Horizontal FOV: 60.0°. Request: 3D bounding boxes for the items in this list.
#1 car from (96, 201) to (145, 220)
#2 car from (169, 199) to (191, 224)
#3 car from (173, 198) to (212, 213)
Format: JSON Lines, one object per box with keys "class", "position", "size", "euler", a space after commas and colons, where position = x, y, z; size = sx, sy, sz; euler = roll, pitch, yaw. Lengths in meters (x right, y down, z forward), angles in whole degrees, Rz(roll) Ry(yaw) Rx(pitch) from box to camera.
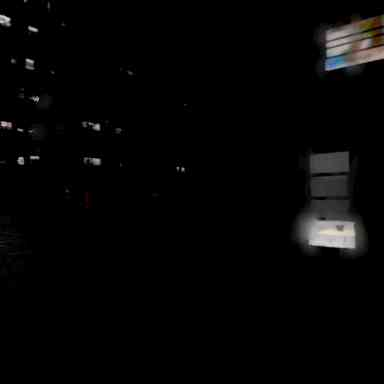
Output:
{"class": "car", "position": [-5.856, 1.456, 27.638], "size": [1.887, 1.381, 4.507], "euler": [-1, 0, 36]}
{"class": "car", "position": [0.368, 1.199, 21.608], "size": [1.967, 1.590, 4.097], "euler": [-1, 0, 36]}
{"class": "car", "position": [0.151, 1.381, 35.761], "size": [2.008, 1.369, 4.403], "euler": [-1, 0, 36]}
